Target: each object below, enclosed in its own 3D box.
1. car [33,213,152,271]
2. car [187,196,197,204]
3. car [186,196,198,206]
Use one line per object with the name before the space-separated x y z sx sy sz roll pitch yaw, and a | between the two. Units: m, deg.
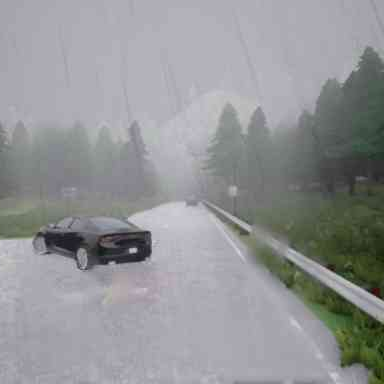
car | -3.366 1.427 10.837 5.008 1.535 1.882 1 -2 45
car | 0.018 1.605 65.370 1.837 1.490 4.892 0 0 0
car | 0.016 1.685 55.407 1.895 1.301 4.718 0 0 0
